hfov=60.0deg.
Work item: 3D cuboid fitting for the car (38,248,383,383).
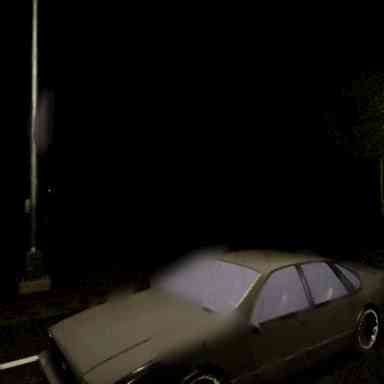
[{"bbox_3d":[0.895,1.567,4.639,5.357,1.411,2.033,0,0,-36],"label":"car"}]
